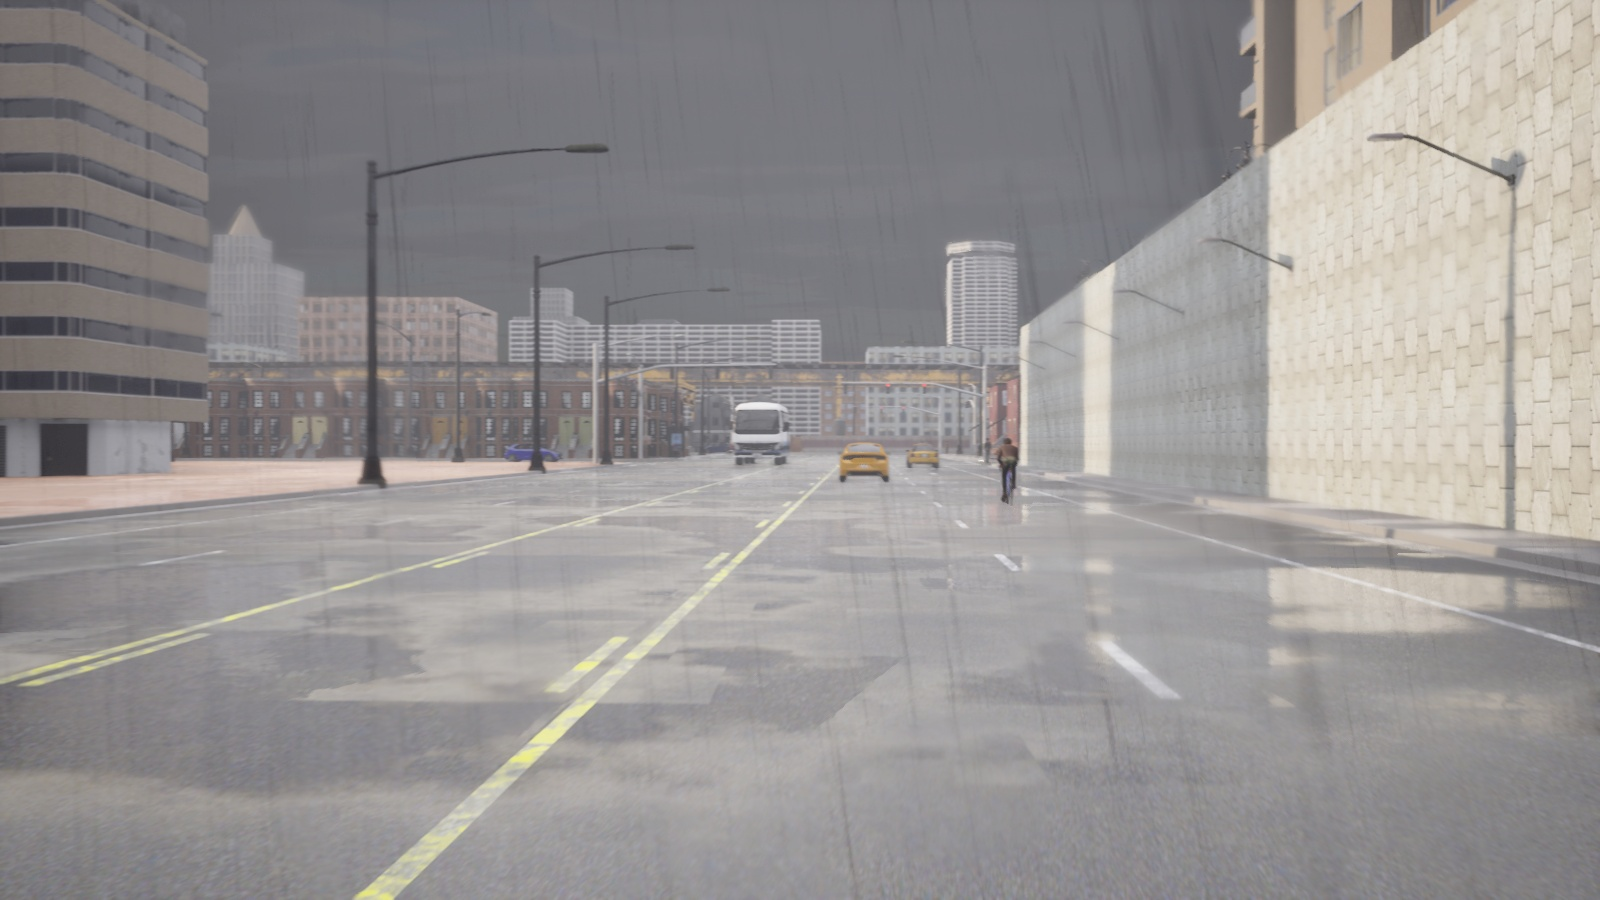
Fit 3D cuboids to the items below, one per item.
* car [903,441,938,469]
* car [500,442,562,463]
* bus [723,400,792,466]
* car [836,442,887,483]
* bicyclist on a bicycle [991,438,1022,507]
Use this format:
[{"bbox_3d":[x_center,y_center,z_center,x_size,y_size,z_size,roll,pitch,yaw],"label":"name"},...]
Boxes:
[{"bbox_3d":[7.154,0.278,74.831,1.801,1.575,5.366,0,0,3],"label":"car"},{"bbox_3d":[-19.844,0.185,92.741,4.193,1.474,1.816,0,0,3],"label":"car"},{"bbox_3d":[-2.787,-1.128,86.591,3.944,4.253,10.273,0,0,3],"label":"bus"},{"bbox_3d":[2.423,0.450,49.413,1.882,1.535,5.008,0,0,3],"label":"car"},{"bbox_3d":[4.982,0.539,30.378,0.582,1.620,1.656,0,0,3],"label":"bicyclist on a bicycle"}]
